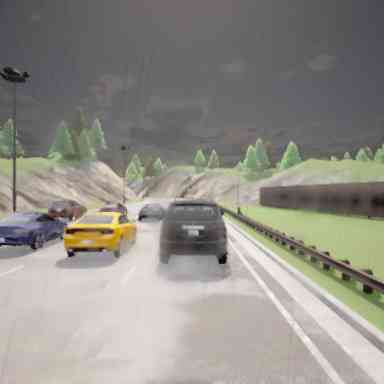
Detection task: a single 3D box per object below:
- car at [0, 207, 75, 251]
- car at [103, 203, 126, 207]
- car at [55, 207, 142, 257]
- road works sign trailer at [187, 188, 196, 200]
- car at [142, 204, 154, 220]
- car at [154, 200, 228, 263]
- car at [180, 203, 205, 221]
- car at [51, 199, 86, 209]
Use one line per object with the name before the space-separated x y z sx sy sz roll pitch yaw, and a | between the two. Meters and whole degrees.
car | -6.929 1.593 14.411 1.812 1.442 4.674 0 0 0
car | -6.927 1.663 29.532 1.812 1.442 4.674 0 0 0
car | -3.433 1.541 13.333 1.882 1.535 5.008 0 -1 0
road works sign trailer | -0.066 0.859 84.922 2.380 3.560 2.880 0 0 0
car | -3.428 1.699 29.072 1.994 1.385 4.181 0 0 0
car | 0.062 1.282 12.381 2.150 2.045 5.566 0 0 0
car | 0.073 1.700 29.130 1.994 1.385 4.181 0 0 0
car | -10.434 1.482 28.235 2.097 1.767 4.553 0 0 0
